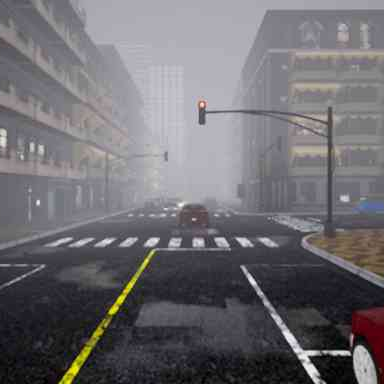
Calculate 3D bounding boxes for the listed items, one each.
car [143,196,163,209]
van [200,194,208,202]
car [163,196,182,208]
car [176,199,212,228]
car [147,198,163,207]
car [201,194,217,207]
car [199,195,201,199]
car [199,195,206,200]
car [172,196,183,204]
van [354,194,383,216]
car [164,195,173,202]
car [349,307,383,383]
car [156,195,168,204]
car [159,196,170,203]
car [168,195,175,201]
[{"bbox_3d":[-5.596,1.558,45.641,2.008,1.369,4.403,0,0,0],"label":"car"},{"bbox_3d":[2.857,1.374,78.784,1.690,1.788,3.998,-1,0,0],"label":"van"},{"bbox_3d":[-2.989,1.556,48.315,2.033,1.411,5.357,0,0,0],"label":"car"},{"bbox_3d":[0.136,1.476,22.219,1.882,1.535,5.008,0,0,0],"label":"car"},{"bbox_3d":[-5.584,1.576,51.168,1.947,1.339,4.313,0,0,0],"label":"car"},{"bbox_3d":[2.795,1.451,51.145,1.967,1.590,4.097,-1,0,0],"label":"car"},{"bbox_3d":[2.834,1.573,67.728,2.008,1.369,4.403,-1,0,0],"label":"car"},{"bbox_3d":[2.897,1.596,95.368,1.887,1.381,4.507,-1,0,0],"label":"car"},{"bbox_3d":[-2.879,1.584,65.921,1.994,1.385,4.181,0,0,1],"label":"car"},{"bbox_3d":[15.701,1.033,27.687,3.998,1.788,1.690,-1,1,-1],"label":"van"},{"bbox_3d":[-5.521,1.558,78.638,1.752,1.417,4.829,-1,0,0],"label":"car"},{"bbox_3d":[2.684,1.544,2.145,1.887,1.381,4.507,0,0,0],"label":"car"},{"bbox_3d":[-5.560,1.458,62.225,1.967,1.590,4.097,-1,0,0],"label":"car"},{"bbox_3d":[-5.546,1.604,67.753,1.802,1.307,4.206,-1,0,0],"label":"car"},{"bbox_3d":[-5.495,1.627,89.864,1.802,1.307,4.206,-1,0,0],"label":"car"}]
